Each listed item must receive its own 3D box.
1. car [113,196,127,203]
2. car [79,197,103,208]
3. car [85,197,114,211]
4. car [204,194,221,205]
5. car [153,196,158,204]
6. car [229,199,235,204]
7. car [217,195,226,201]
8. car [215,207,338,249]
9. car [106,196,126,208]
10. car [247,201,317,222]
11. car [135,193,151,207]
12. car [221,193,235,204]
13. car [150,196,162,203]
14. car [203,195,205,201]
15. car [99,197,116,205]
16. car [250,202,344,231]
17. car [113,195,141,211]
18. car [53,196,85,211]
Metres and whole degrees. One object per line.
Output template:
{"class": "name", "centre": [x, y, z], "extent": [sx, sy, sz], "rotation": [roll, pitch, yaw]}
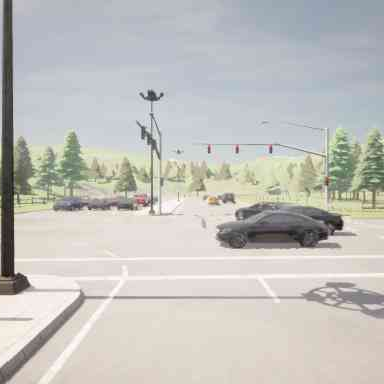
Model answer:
{"class": "car", "centre": [-14.899, 1.499, 69.173], "extent": [1.837, 1.490, 4.892], "rotation": [0, 0, 0]}
{"class": "car", "centre": [-15.026, 1.547, 49.824], "extent": [2.033, 1.411, 5.357], "rotation": [0, 0, 0]}
{"class": "car", "centre": [-11.541, 1.564, 41.617], "extent": [1.994, 1.385, 4.181], "rotation": [0, 0, 0]}
{"class": "car", "centre": [3.685, 1.477, 60.142], "extent": [1.882, 1.535, 5.008], "rotation": [0, 0, 0]}
{"class": "car", "centre": [-7.973, 1.547, 62.007], "extent": [2.033, 1.411, 5.357], "rotation": [0, 0, 0]}
{"class": "car", "centre": [5.484, 1.505, 25.273], "extent": [1.837, 1.490, 4.892], "rotation": [-4, 2, -43]}
{"class": "car", "centre": [7.364, 1.478, 83.845], "extent": [1.882, 1.535, 5.008], "rotation": [0, 0, 2]}
{"class": "car", "centre": [3.311, 1.525, 14.001], "extent": [4.674, 1.442, 1.812], "rotation": [0, 0, -3]}
{"class": "car", "centre": [-11.523, 1.478, 50.595], "extent": [1.882, 1.535, 5.008], "rotation": [0, 0, 0]}
{"class": "car", "centre": [7.281, 1.547, 27.476], "extent": [2.033, 1.411, 5.357], "rotation": [0, 0, -39]}
{"class": "car", "centre": [-8.022, 1.221, 51.668], "extent": [2.150, 2.045, 5.566], "rotation": [0, 0, 0]}
{"class": "car", "centre": [7.196, 1.219, 66.065], "extent": [2.150, 2.045, 5.566], "rotation": [0, 0, 0]}
{"class": "car", "centre": [-7.870, 1.526, 72.676], "extent": [2.033, 1.411, 5.357], "rotation": [0, 0, 0]}
{"class": "car", "centre": [3.867, 1.355, 83.996], "extent": [2.097, 1.767, 4.553], "rotation": [0, 0, 2]}
{"class": "car", "centre": [-14.994, 1.564, 59.062], "extent": [1.994, 1.385, 4.181], "rotation": [0, 0, 0]}
{"class": "car", "centre": [5.464, 1.477, 17.816], "extent": [5.008, 1.535, 1.882], "rotation": [0, 0, -2]}
{"class": "car", "centre": [-8.037, 1.478, 41.734], "extent": [1.882, 1.535, 5.008], "rotation": [0, 0, 0]}
{"class": "car", "centre": [-15.044, 1.352, 40.365], "extent": [2.097, 1.767, 4.553], "rotation": [0, 0, 0]}
